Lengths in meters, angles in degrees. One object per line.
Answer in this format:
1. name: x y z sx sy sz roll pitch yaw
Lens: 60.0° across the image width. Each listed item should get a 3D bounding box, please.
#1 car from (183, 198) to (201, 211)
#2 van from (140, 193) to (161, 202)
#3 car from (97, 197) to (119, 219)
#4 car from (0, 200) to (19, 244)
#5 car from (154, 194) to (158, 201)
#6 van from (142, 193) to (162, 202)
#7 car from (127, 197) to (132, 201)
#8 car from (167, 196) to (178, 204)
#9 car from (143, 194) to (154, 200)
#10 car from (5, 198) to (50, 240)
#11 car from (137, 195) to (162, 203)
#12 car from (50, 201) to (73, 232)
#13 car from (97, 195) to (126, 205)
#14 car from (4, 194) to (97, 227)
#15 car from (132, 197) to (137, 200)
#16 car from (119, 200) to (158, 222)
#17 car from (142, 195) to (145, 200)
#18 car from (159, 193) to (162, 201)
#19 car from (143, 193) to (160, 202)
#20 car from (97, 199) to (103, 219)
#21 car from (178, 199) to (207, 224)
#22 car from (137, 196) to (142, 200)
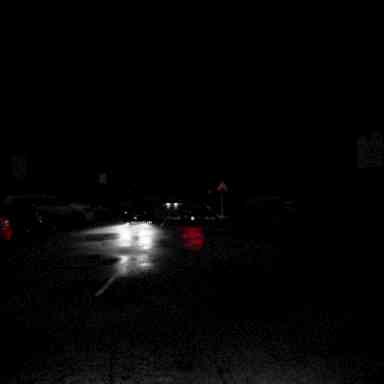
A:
1. car: -0.017 1.553 41.339 2.033 1.411 5.357 0 0 0
2. van: -9.474 1.278 75.552 4.442 1.987 1.878 -1 1 -20
3. car: -9.168 1.468 27.641 5.366 1.575 1.946 -1 0 -20
4. car: -9.366 1.348 12.567 4.553 1.767 2.185 -1 0 -20
5. car: -9.109 1.528 57.652 5.366 1.575 1.946 -1 0 -20
6. van: -9.499 1.246 78.552 4.442 1.987 1.878 -1 1 -20
7. car: -9.343 1.359 36.574 4.553 1.767 2.185 -1 0 -20
8. car: -3.998 1.587 67.632 1.812 1.442 4.674 0 0 0
9. car: -9.289 1.526 54.587 4.892 1.521 2.231 -1 0 -20
10. car: -9.356 1.346 15.569 4.553 1.767 2.185 -1 0 -20
11. car: -9.344 1.533 72.607 5.008 1.535 2.097 -1 0 -20
12. car: -9.351 1.500 18.583 4.792 1.488 2.163 -1 0 -20
13. car: -9.320 1.225 30.600 5.566 2.045 2.435 -1 0 -20
14. car: -9.342 1.219 21.583 5.566 2.045 2.435 -1 0 -20
15. car: -9.333 1.364 39.575 4.553 1.767 2.185 -1 0 -20
16. car: -4.110 1.588 26.385 1.895 1.301 4.718 0 0 0
17. car: -9.290 1.542 45.587 4.674 1.452 2.002 -1 0 -20
18. car: -9.488 1.556 69.539 5.366 1.575 1.946 -1 0 -20
19. car: -9.114 1.536 60.654 5.366 1.575 1.946 -1 0 -20
20. car: -9.325 1.501 24.584 4.792 1.488 2.163 -1 0 -20
21. car: 0.037 1.493 24.682 1.837 1.490 4.892 0 1 0
22. car: -9.266 1.524 42.595 4.792 1.488 2.163 -1 0 -20
